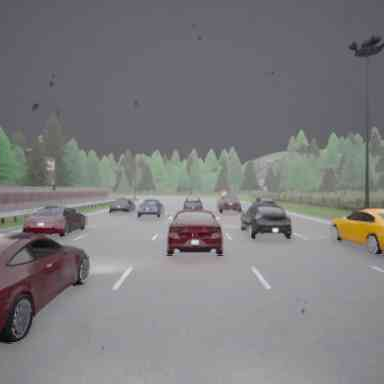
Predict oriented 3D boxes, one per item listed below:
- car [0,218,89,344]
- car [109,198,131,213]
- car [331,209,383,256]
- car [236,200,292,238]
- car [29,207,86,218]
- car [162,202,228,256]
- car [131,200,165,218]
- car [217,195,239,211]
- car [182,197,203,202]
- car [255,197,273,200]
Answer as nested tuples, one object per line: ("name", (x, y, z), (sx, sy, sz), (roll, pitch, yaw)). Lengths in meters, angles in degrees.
("car", (-3.412, 1.479, 6.202), (1.812, 1.442, 4.674), (0, 0, 0))
("car", (-6.903, 1.318, 33.358), (1.994, 1.385, 4.181), (0, 0, 0))
("car", (7.099, 1.383, 12.783), (1.882, 1.535, 5.008), (0, 0, 0))
("car", (3.599, 1.381, 16.766), (1.837, 1.490, 4.892), (0, 0, 0))
("car", (-6.902, 1.436, 17.209), (1.994, 1.385, 4.181), (0, 0, 0))
("car", (0.100, 1.383, 12.779), (1.882, 1.535, 5.008), (0, 0, 0))
("car", (-3.402, 1.341, 27.957), (2.033, 1.411, 5.357), (0, 0, 0))
("car", (3.597, 1.109, 32.967), (2.097, 1.767, 4.553), (0, 0, 0))
("car", (0.097, 1.246, 33.224), (2.128, 1.511, 4.902), (0, 0, 0))
("car", (7.097, 1.261, 32.989), (1.837, 1.490, 4.892), (0, 0, 0))
